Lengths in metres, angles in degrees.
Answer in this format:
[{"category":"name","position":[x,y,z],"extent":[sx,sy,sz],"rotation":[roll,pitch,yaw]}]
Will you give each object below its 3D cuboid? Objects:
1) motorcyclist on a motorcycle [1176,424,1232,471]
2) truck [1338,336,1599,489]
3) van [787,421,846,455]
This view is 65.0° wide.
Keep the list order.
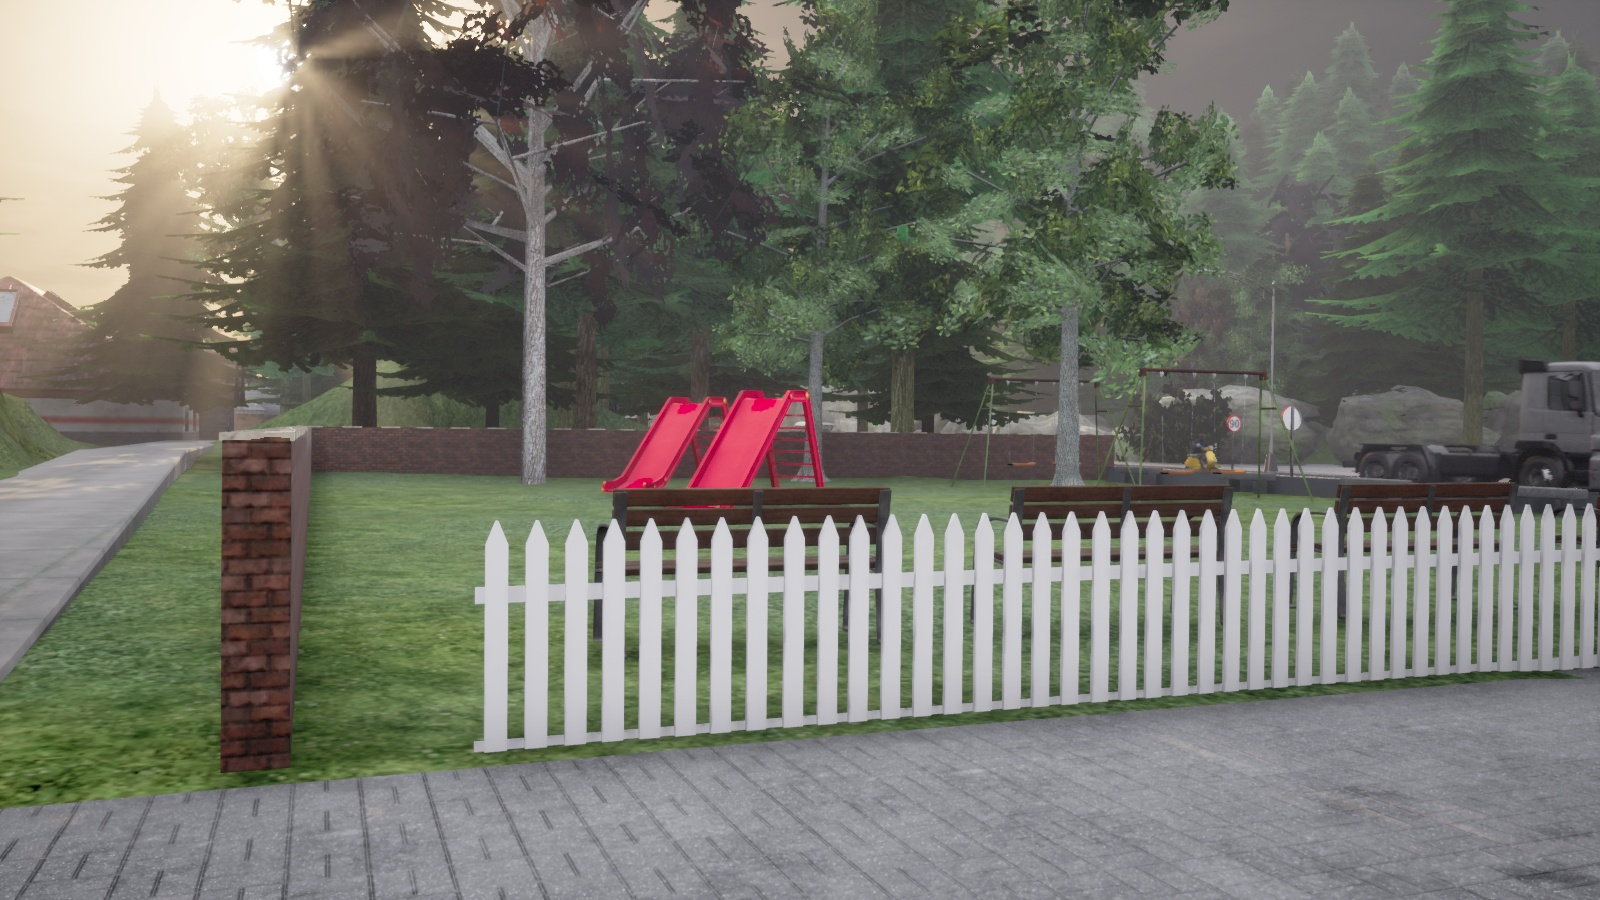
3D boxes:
[{"category":"motorcyclist on a motorcycle","position":[13.927,-0.104,43.346],"extent":[0.866,1.590,1.817],"rotation":[-1,1,-21]},{"category":"truck","position":[18.064,-0.908,32.492],"extent":[2.891,3.462,7.936],"rotation":[-1,1,-21]},{"category":"van","position":[0.983,-0.746,77.246],"extent":[2.069,2.038,4.480],"rotation":[-1,1,-21]}]
